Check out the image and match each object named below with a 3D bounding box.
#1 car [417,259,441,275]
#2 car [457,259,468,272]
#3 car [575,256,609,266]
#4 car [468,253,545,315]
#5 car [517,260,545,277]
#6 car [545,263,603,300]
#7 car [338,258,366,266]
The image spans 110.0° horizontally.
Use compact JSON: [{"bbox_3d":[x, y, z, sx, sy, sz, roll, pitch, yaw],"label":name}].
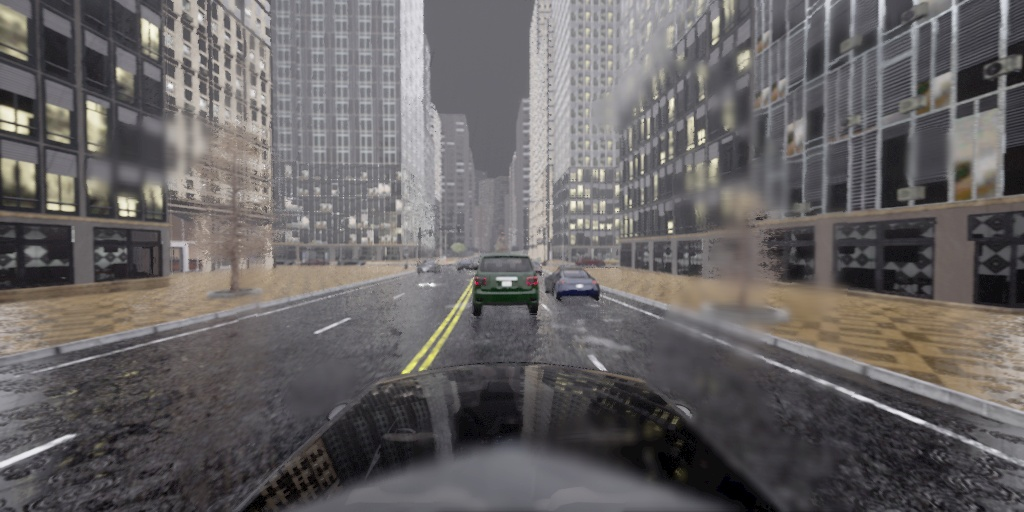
[{"bbox_3d":[-8.358,1.090,36.365,2.128,1.511,4.902,0,0,-3],"label":"car"},{"bbox_3d":[-5.485,1.101,42.987,2.033,1.411,5.357,0,0,-3],"label":"car"},{"bbox_3d":[13.032,0.945,59.823,5.009,1.841,2.192,0,0,-3],"label":"car"},{"bbox_3d":[-0.293,0.916,13.454,2.150,2.045,5.566,0,0,-3],"label":"car"},{"bbox_3d":[1.735,1.130,34.209,2.033,1.411,5.357,0,0,-4],"label":"car"},{"bbox_3d":[2.744,1.232,17.126,1.994,1.385,4.181,0,0,-3],"label":"car"},{"bbox_3d":[-25.853,0.963,57.964,4.313,1.339,1.948,0,0,-2],"label":"car"}]
